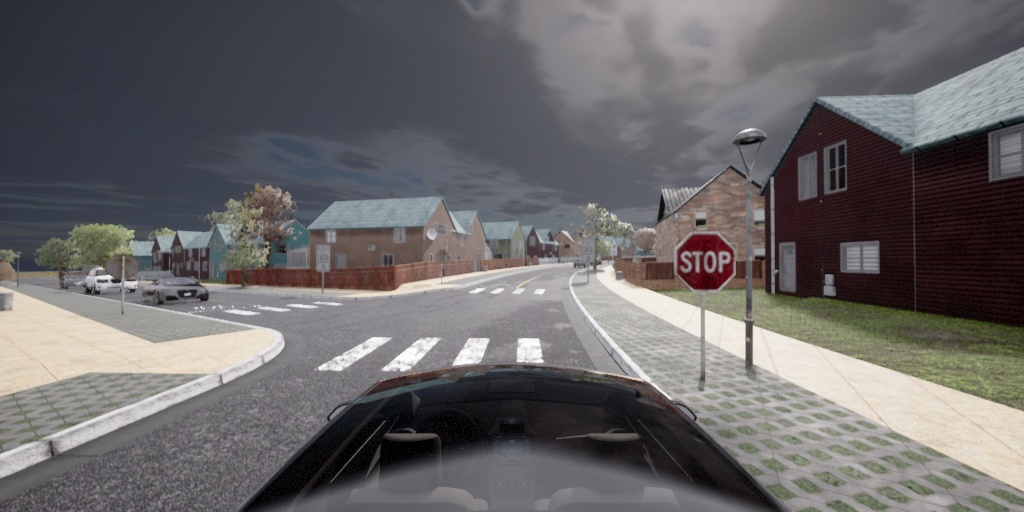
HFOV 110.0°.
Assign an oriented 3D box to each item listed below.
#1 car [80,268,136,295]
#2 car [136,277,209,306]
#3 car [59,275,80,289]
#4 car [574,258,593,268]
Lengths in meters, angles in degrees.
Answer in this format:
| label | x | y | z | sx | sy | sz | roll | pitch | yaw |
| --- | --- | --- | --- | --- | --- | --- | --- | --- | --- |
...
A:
| label | x | y | z | sx | sy | sz | roll | pitch | yaw |
| --- | --- | --- | --- | --- | --- | --- | --- | --- | --- |
| car | -31.491 | 1.916 | 28.121 | 5.566 | 2.045 | 2.150 | -2 | -2 | 33 |
| car | -18.140 | 1.823 | 19.312 | 4.181 | 1.385 | 1.994 | -2 | -2 | 33 |
| car | -45.996 | 2.703 | 37.790 | 4.902 | 1.511 | 2.128 | -2 | -2 | 33 |
| car | 11.072 | 1.074 | 56.786 | 2.128 | 1.511 | 4.902 | 0 | 0 | 23 |
